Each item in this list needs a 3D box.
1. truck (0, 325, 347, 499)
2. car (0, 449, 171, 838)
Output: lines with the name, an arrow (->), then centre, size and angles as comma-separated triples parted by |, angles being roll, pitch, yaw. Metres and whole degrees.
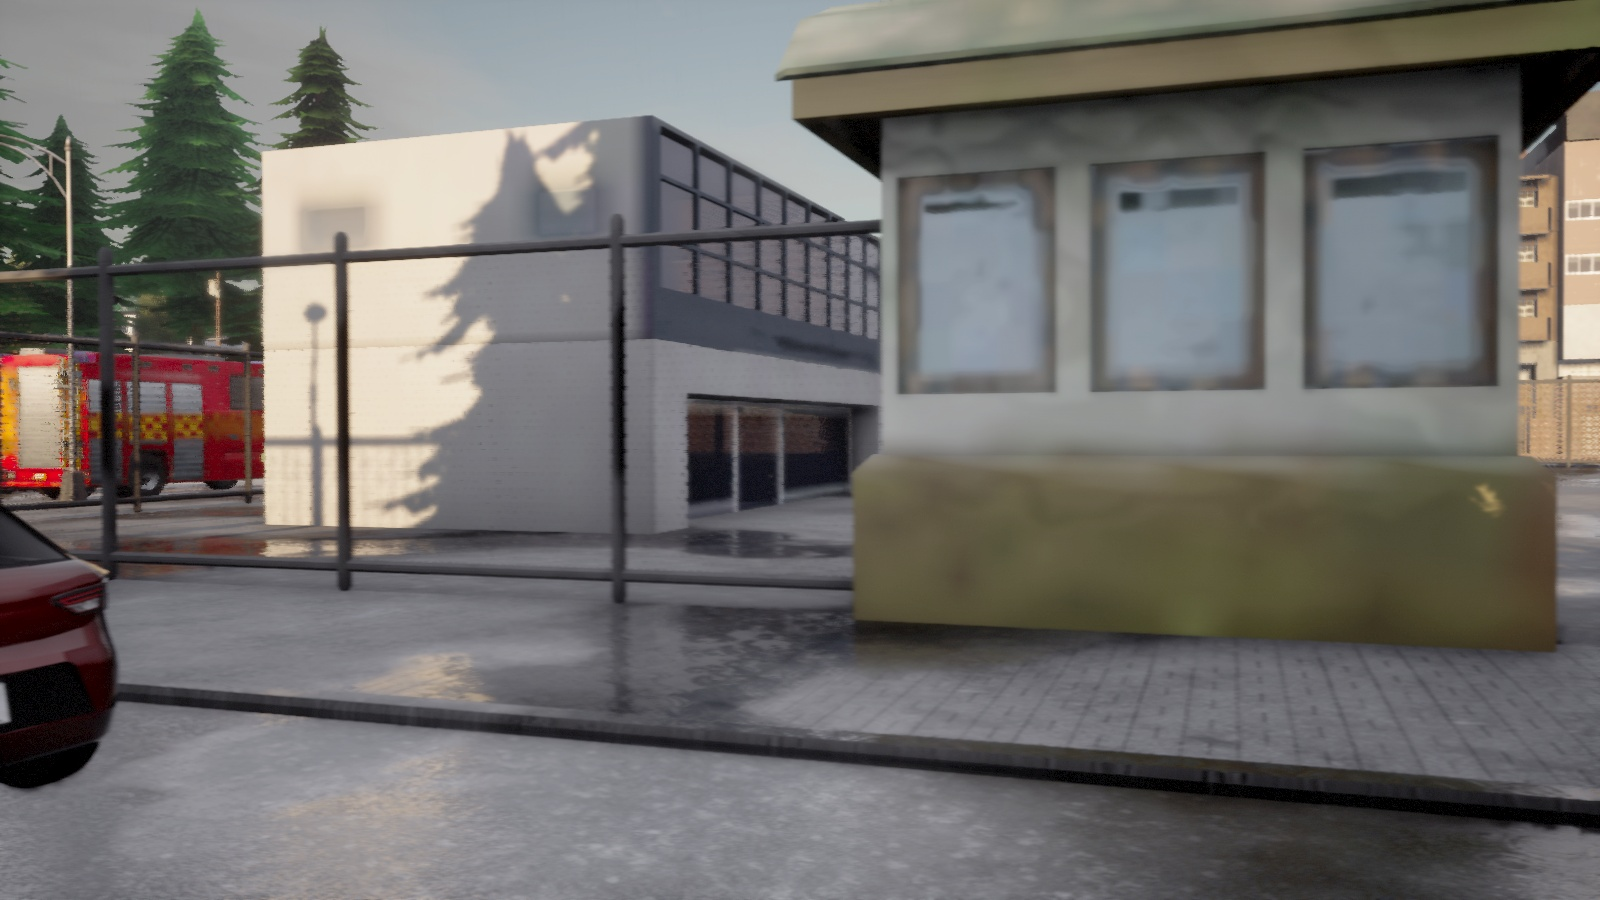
truck -> -15.535, -0.896, 32.007 | 2.891, 3.827, 8.468 | 0, 1, 18
car -> -5.067, 0.738, 5.443 | 4.193, 1.474, 1.816 | 0, 1, 21
